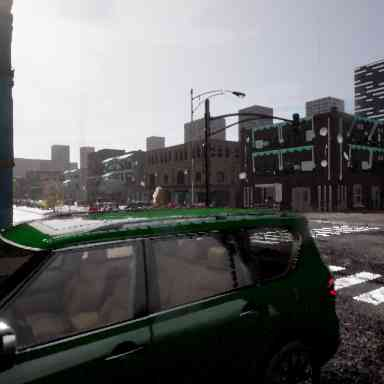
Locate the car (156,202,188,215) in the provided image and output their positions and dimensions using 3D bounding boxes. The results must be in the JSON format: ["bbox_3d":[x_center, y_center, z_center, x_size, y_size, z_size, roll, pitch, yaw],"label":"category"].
[{"bbox_3d":[-2.402,1.904,39.355,1.802,1.307,4.206,-2,0,-35],"label":"car"}]

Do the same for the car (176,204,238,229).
[{"bbox_3d":[0.964,1.698,24.602,1.882,1.535,5.008,-1,0,-35],"label":"car"}]

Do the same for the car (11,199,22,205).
[{"bbox_3d":[-44.439,2.598,84.188,1.887,1.381,4.507,-1,0,-35],"label":"car"}]

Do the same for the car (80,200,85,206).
[{"bbox_3d":[-18.408,1.940,61.936,2.192,1.841,5.009,-1,0,-35],"label":"car"}]

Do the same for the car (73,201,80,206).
[{"bbox_3d":[-21.603,2.228,66.453,1.887,1.381,4.507,-1,0,-35],"label":"car"}]

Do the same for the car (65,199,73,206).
[{"bbox_3d":[-28.003,2.364,75.486,1.947,1.339,4.313,-1,0,-35],"label":"car"}]

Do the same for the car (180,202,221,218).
[{"bbox_3d":[0.797,1.810,34.839,2.008,1.369,4.403,-2,0,-35],"label":"car"}]

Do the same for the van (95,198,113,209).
[{"bbox_3d":[-15.207,1.907,57.420,1.690,1.788,3.998,-1,0,-35],"label":"van"}]

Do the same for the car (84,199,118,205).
[{"bbox_3d":[-9.242,1.847,34.508,1.967,1.590,4.097,-1,0,-35],"label":"car"}]

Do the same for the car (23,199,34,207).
[{"bbox_3d":[-31.640,2.376,66.123,2.008,1.369,4.403,-1,0,-35],"label":"car"}]

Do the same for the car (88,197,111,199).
[{"bbox_3d":[-11.044,1.678,41.567,2.150,2.045,5.566,-1,0,-35],"label":"car"}]

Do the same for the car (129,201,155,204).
[{"bbox_3d":[-4.897,1.689,32.875,2.097,1.767,4.553,-1,0,-35],"label":"car"}]

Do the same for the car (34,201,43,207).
[{"bbox_3d":[-25.141,2.233,56.951,1.752,1.417,4.829,-1,0,-35],"label":"car"}]

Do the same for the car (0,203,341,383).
[{"bbox_3d":[-0.936,1.222,3.019,5.566,2.045,2.150,0,0,-35],"label":"car"}]

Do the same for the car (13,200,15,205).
[{"bbox_3d":[-41.240,2.547,79.672,2.008,1.369,4.403,-1,0,-35],"label":"car"}]

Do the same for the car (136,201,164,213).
[{"bbox_3d":[-5.601,1.966,43.871,1.802,1.307,4.206,-1,0,-35],"label":"car"}]

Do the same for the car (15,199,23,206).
[{"bbox_3d":[-38.042,2.380,75.155,1.967,1.590,4.097,-1,0,-35],"label":"car"}]
